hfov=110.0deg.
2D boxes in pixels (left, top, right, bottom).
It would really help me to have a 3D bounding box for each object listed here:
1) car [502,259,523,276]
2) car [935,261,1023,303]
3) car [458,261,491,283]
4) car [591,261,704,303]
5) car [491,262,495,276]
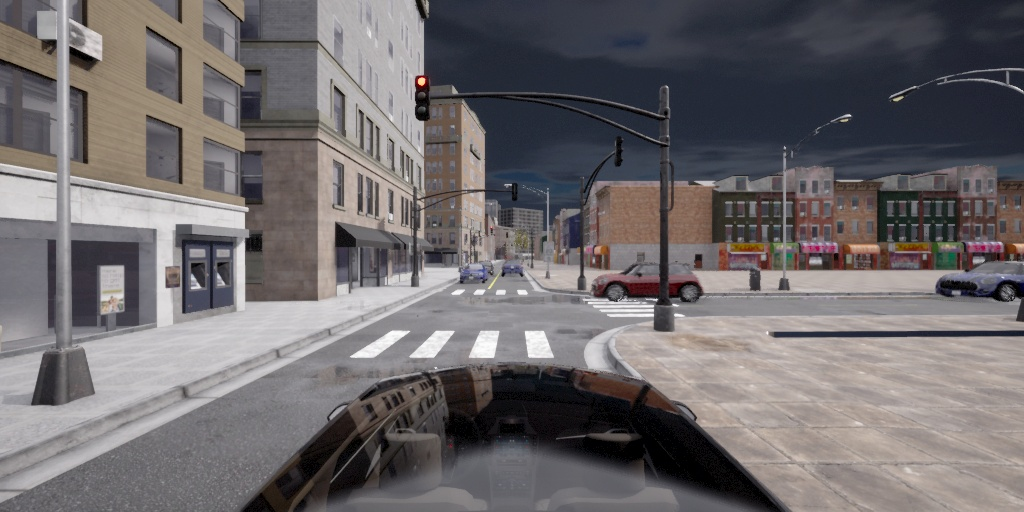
[{"bbox_3d":[0.040,1.110,37.406,2.097,1.767,4.553,0,0,0],"label":"car"},{"bbox_3d":[21.617,1.014,15.647,4.553,1.767,2.097,0,0,0],"label":"car"},{"bbox_3d":[-2.872,1.279,27.775,1.812,1.442,4.674,0,0,0],"label":"car"},{"bbox_3d":[5.881,1.071,16.007,4.553,1.767,2.097,0,0,5],"label":"car"},{"bbox_3d":[-2.884,1.262,38.023,1.837,1.490,4.892,0,0,0],"label":"car"}]
